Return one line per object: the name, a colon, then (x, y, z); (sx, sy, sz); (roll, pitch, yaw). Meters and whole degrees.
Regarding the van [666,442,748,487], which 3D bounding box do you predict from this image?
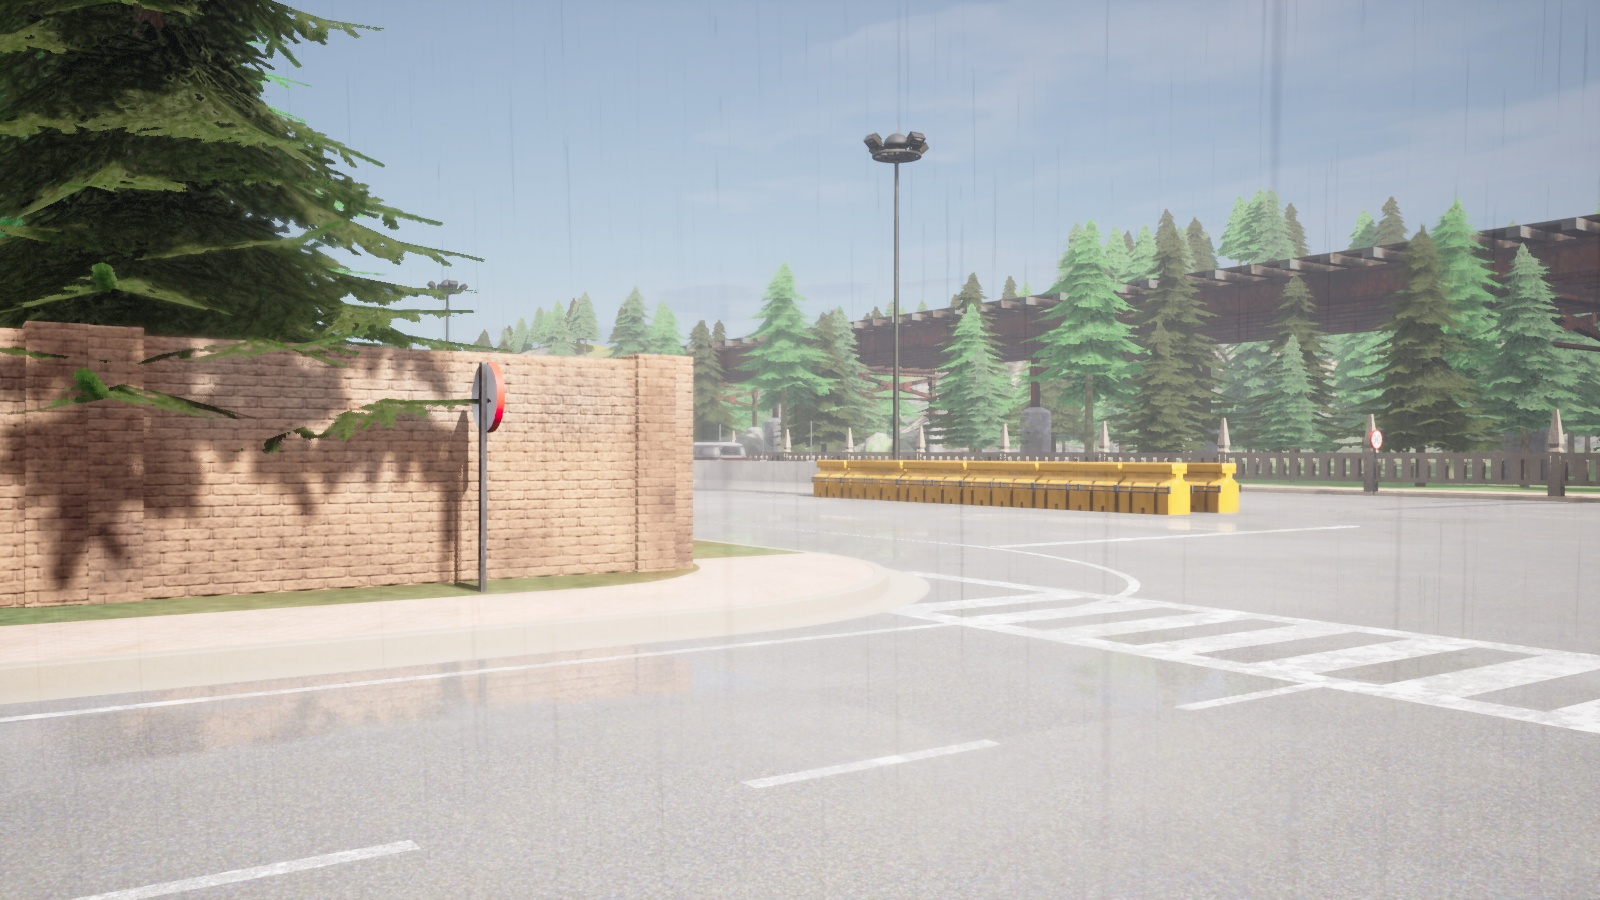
van: (-4.378, 0.650, 58.396); (1.775, 1.987, 4.442); (0, 0, -35)
